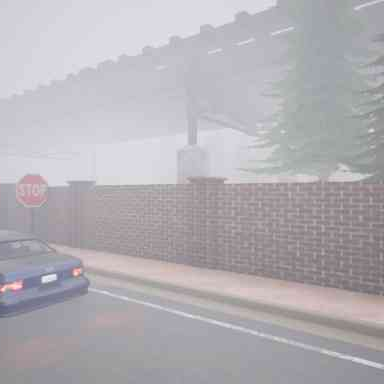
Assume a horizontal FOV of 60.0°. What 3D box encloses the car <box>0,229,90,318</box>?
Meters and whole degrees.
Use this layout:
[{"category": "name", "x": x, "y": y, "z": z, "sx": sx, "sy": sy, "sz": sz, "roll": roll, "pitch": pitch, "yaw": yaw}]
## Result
[{"category": "car", "x": -4.519, "y": 1.547, "z": 7.220, "sx": 5.357, "sy": 1.411, "sz": 2.033, "roll": 0, "pitch": 0, "yaw": 35}]
